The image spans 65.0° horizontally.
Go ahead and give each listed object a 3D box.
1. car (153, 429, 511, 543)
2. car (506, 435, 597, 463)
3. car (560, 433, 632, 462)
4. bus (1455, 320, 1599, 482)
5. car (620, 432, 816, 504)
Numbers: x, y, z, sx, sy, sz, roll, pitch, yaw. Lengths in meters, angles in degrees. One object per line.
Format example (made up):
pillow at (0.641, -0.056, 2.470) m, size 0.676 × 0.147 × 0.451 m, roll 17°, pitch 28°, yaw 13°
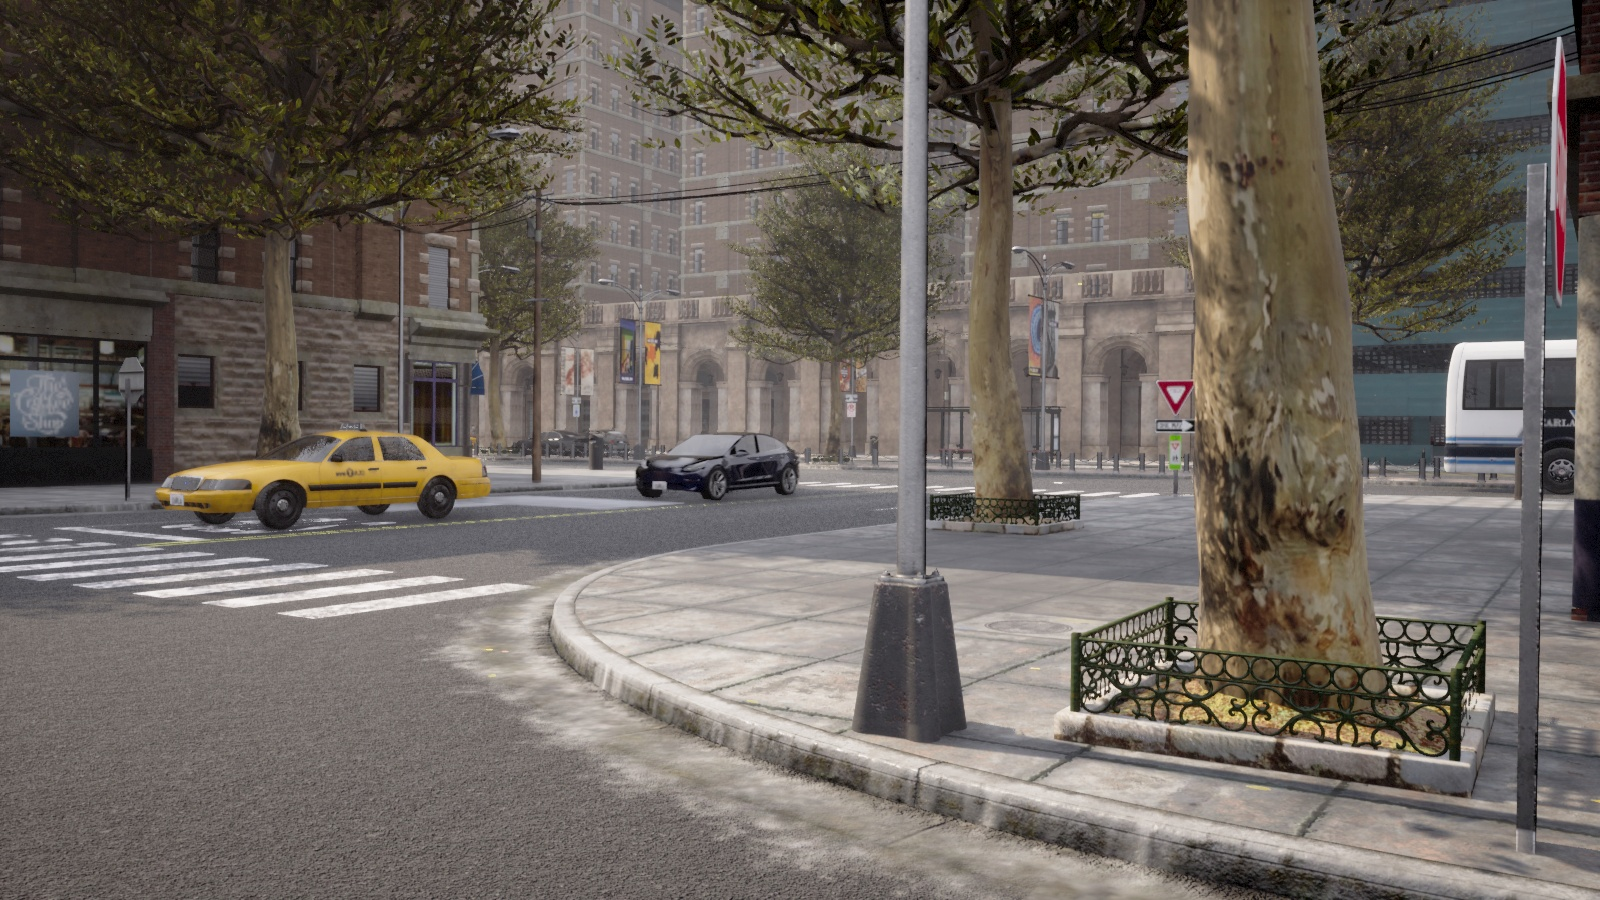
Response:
car at (-7.281, 0.460, 20.214) m, size 1.801 × 1.575 × 5.366 m, roll 0°, pitch 1°, yaw 33°
car at (-13.333, -0.063, 67.374) m, size 4.892 × 1.490 × 1.837 m, roll 0°, pitch 1°, yaw 33°
car at (-11.416, -0.146, 70.301) m, size 3.705 × 1.549 × 1.789 m, roll 0°, pitch 1°, yaw 33°
bus at (23.491, -1.316, 33.570) m, size 10.273 × 4.253 × 3.944 m, roll 0°, pitch 1°, yaw 33°
car at (-1.765, 0.352, 28.873) m, size 2.163 × 1.488 × 4.792 m, roll 0°, pitch 1°, yaw 30°
